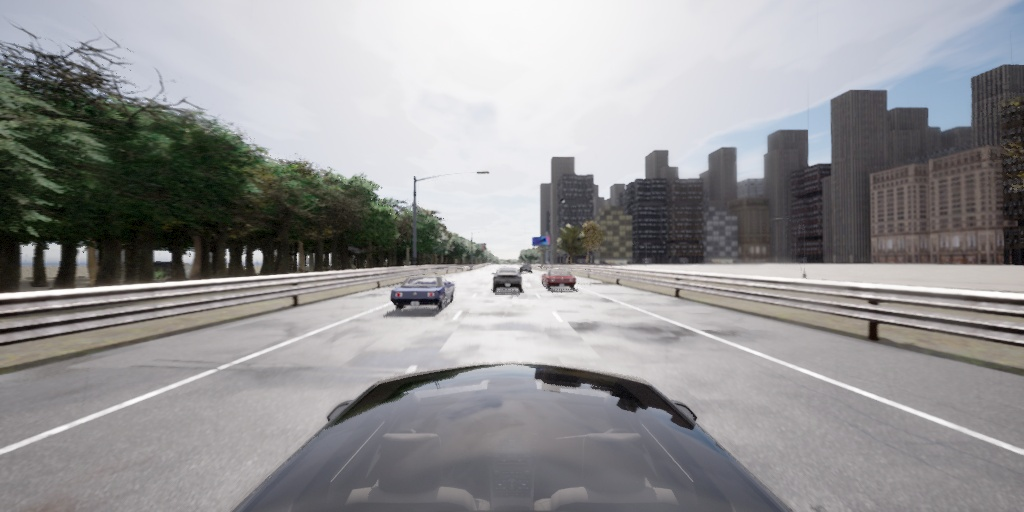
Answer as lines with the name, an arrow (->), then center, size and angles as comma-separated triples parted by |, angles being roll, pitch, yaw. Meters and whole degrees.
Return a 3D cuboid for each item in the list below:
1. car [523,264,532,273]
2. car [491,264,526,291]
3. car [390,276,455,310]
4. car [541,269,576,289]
car -> 2.436, 2.195, 63.641 | 2.033, 1.649, 4.856 | 0, -1, -1
car -> -0.299, 1.489, 23.868 | 1.837, 1.490, 4.892 | 0, 0, -1
car -> -3.641, 1.494, 15.568 | 1.895, 1.301, 4.718 | 0, -1, -1
car -> 3.173, 1.598, 25.266 | 1.895, 1.301, 4.718 | 0, -1, -1
